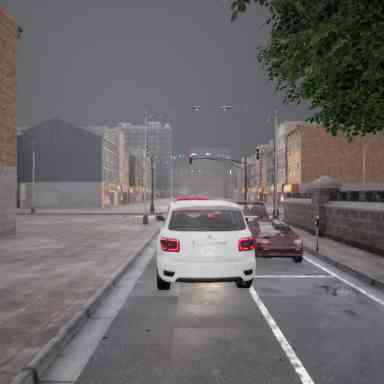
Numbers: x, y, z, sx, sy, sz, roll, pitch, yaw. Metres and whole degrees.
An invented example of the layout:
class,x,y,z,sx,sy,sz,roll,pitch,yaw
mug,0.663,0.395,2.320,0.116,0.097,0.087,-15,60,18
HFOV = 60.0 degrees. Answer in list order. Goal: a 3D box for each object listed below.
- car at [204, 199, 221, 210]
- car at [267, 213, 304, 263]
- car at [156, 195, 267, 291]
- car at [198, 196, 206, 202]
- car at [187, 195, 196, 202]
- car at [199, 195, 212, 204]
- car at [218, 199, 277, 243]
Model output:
class,x,y,z,sx,sy,sz,roll,pitch,yaw
car,2.614,1.604,43.627,1.887,1.381,4.507,1,0,0
car,2.635,1.588,11.748,1.802,1.307,4.206,1,0,0
car,0.174,1.226,9.243,2.150,2.045,5.566,0,0,-4
car,2.583,1.763,87.126,2.008,1.369,4.403,0,0,0
car,-0.058,1.553,83.816,2.097,1.767,4.553,0,0,0
car,2.600,1.440,65.377,2.192,1.841,5.009,1,0,0
car,2.635,1.326,17.197,2.192,1.841,5.009,1,0,0
